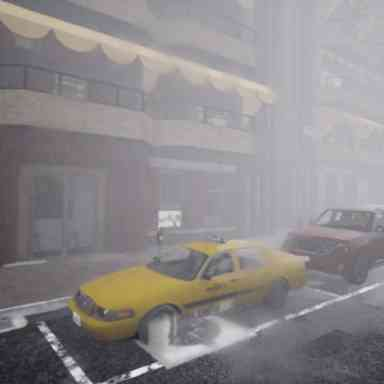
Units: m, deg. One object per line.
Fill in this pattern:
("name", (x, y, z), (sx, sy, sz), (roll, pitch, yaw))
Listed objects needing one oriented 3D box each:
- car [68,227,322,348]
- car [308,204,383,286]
("car", (0.246, 1.539, 6.325), (4.829, 1.417, 1.752), (0, 1, -37))
("car", (4.813, 1.320, 9.738), (5.009, 1.841, 2.192), (0, 1, -37))
